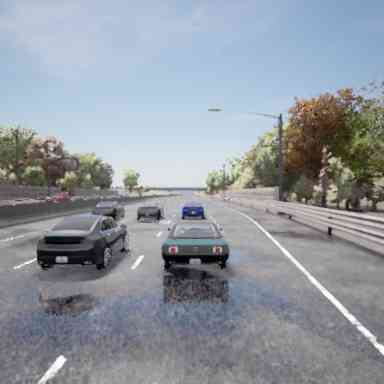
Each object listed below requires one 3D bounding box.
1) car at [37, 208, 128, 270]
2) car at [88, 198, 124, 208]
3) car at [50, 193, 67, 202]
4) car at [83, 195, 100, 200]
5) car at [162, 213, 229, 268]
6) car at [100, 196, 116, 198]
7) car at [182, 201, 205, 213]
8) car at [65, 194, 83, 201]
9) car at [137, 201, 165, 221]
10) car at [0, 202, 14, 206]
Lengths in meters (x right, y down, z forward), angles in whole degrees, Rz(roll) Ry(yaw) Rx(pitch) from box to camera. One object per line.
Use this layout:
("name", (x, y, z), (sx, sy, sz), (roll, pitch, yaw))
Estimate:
("car", (-3.403, 1.519, 11.118), (1.837, 1.490, 4.892), (0, 0, 0))
("car", (-6.900, 1.533, 27.878), (2.128, 1.511, 4.902), (0, 0, 0))
("car", (-27.992, 1.274, 70.616), (2.150, 2.045, 5.566), (0, 0, 0))
("car", (-20.992, 1.370, 71.090), (2.097, 1.767, 4.553), (0, 0, 0))
("car", (0.098, 1.615, 11.305), (1.895, 1.301, 4.718), (0, 0, 0))
("car", (-17.492, 1.493, 71.060), (1.882, 1.535, 5.008), (0, 0, 0))
("car", (0.102, 1.522, 29.454), (1.882, 1.535, 5.008), (0, 0, 0))
("car", (-24.492, 1.575, 70.645), (2.128, 1.511, 4.902), (0, 0, 0))
("car", (-3.400, 1.533, 27.873), (2.128, 1.511, 4.902), (0, 0, 0))
("car", (-17.591, 1.610, 30.451), (1.994, 1.385, 4.181), (0, 0, 0))
